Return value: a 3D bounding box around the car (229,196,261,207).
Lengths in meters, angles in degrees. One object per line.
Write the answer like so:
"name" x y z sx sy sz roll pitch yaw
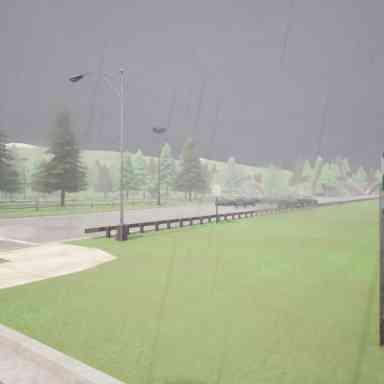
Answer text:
"car" 8.063 1.491 50.505 2.128 1.511 4.902 0 0 35

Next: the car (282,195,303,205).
"car" 17.579 1.352 57.921 2.097 1.767 4.553 0 0 35

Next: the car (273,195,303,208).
"car" 13.294 1.505 45.782 1.837 1.490 4.892 0 0 35

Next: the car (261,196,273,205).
"car" 13.896 1.491 58.935 2.128 1.511 4.902 0 0 35

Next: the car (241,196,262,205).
"car" 11.028 1.478 60.941 1.882 1.535 5.008 0 0 35

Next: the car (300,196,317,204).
"car" 23.076 1.526 65.773 1.812 1.442 4.674 0 0 35

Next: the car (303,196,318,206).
"car" 19.157 1.505 54.243 1.837 1.490 4.892 0 0 35

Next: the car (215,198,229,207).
"car" 5.366 1.564 52.742 1.994 1.385 4.181 0 0 35
